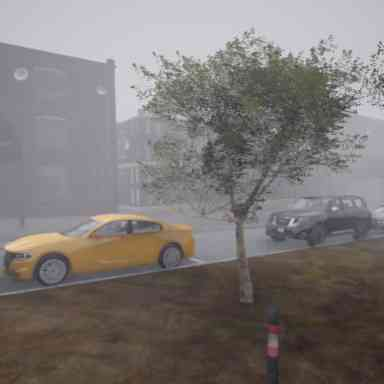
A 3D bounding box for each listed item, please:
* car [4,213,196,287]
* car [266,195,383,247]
[{"bbox_3d":[-2.242,1.362,9.068,5.008,1.535,2.097,1,0,-33],"label":"car"},{"bbox_3d":[5.799,1.178,14.816,5.566,2.045,2.435,0,0,-35],"label":"car"}]
